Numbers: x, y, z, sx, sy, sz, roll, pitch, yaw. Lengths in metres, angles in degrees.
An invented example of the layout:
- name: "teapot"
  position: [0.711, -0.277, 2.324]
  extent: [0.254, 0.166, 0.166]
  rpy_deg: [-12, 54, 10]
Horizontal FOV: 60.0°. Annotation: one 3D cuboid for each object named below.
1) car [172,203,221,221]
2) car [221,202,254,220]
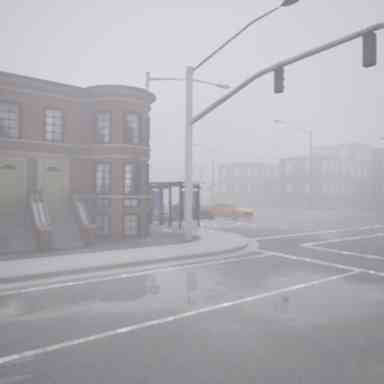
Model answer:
- name: "car"
  position: [0.036, 1.655, 28.946]
  extent: [1.837, 1.490, 4.892]
  rpy_deg: [1, 0, -36]
- name: "car"
  position: [3.425, 1.659, 30.221]
  extent: [1.882, 1.535, 5.008]
  rpy_deg: [1, 0, -35]
